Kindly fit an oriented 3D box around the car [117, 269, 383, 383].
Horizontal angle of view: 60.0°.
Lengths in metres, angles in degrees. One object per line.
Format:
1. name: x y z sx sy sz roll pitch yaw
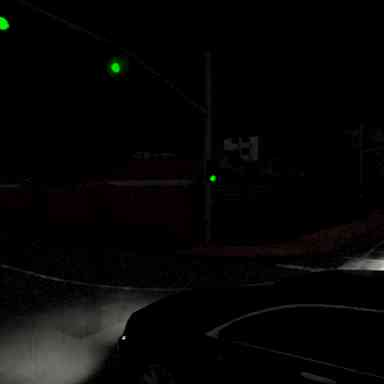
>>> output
1. car: 1.413 1.505 2.985 4.892 1.490 1.837 0 0 36
